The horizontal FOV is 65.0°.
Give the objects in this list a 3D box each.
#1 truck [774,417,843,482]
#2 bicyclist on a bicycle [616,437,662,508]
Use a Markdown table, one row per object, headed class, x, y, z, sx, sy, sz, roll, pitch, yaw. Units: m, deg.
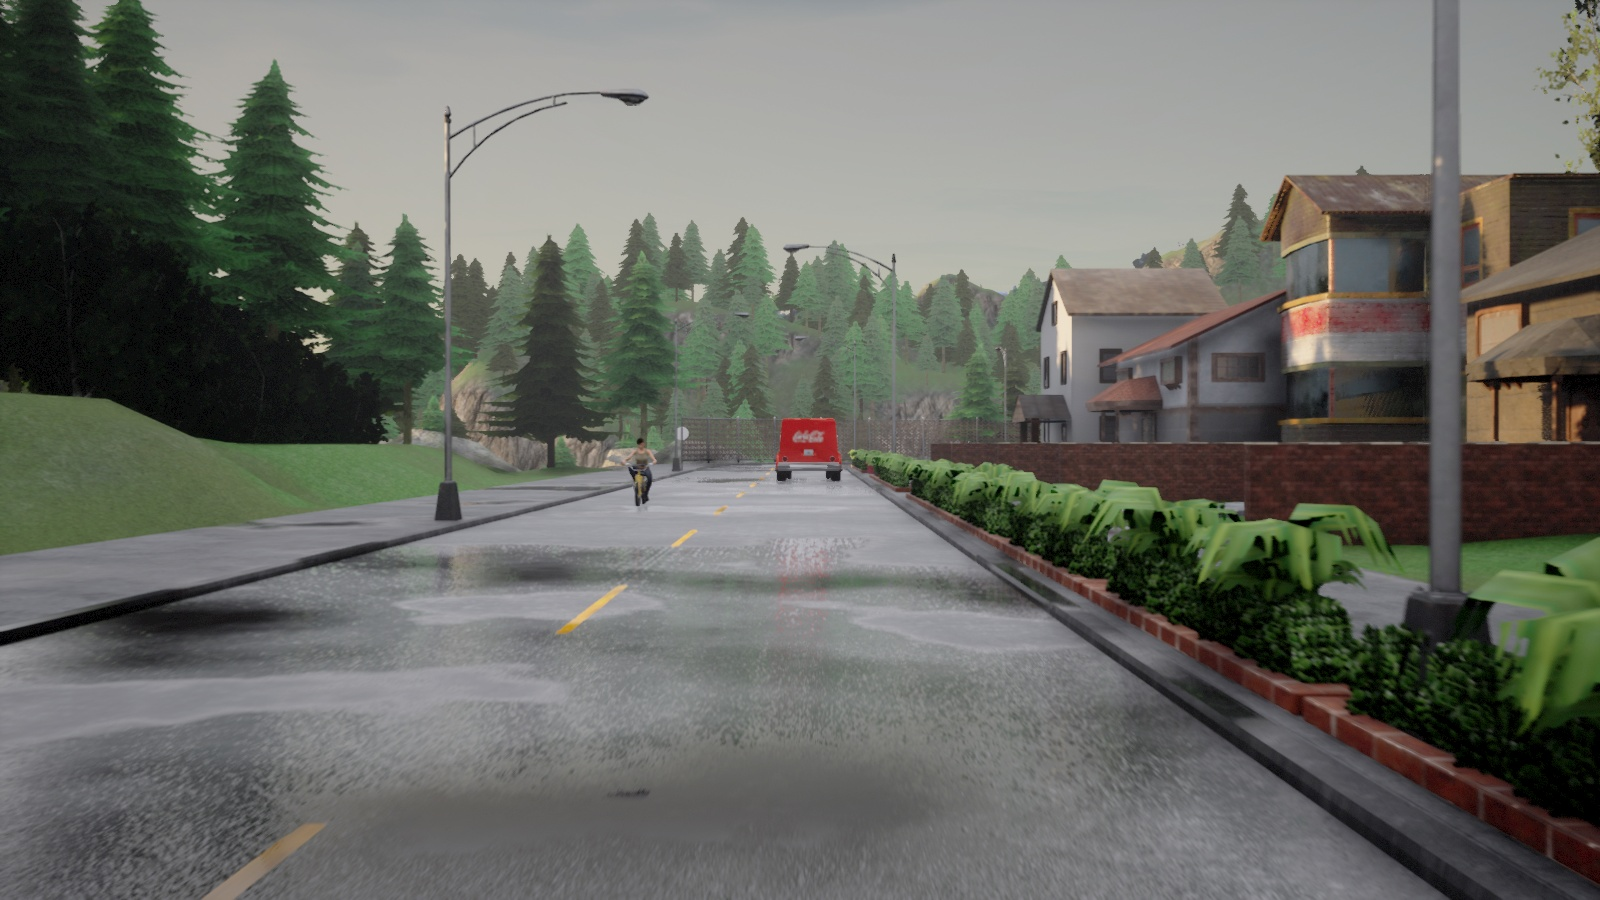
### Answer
| class | x | y | z | sx | sy | sz | roll | pitch | yaw |
| --- | --- | --- | --- | --- | --- | --- | --- | --- | --- |
| truck | 0.349 | -0.026 | 50.655 | 2.627 | 2.467 | 5.204 | 0 | 0 | 0 |
| bicyclist on a bicycle | -3.776 | 0.513 | 29.539 | 0.866 | 1.612 | 1.509 | 0 | 0 | 1 |
